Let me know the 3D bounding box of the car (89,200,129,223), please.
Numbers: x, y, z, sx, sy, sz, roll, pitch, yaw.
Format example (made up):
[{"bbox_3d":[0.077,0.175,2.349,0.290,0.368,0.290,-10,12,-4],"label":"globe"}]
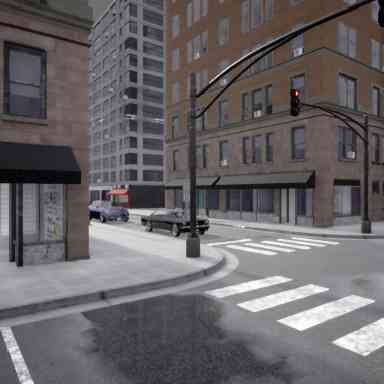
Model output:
[{"bbox_3d":[-6.812,1.460,26.815,2.097,1.767,4.553,0,0,-36],"label":"car"}]

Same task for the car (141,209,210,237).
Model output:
[{"bbox_3d":[-1.046,1.665,18.813,1.895,1.301,4.718,0,0,-35],"label":"car"}]
